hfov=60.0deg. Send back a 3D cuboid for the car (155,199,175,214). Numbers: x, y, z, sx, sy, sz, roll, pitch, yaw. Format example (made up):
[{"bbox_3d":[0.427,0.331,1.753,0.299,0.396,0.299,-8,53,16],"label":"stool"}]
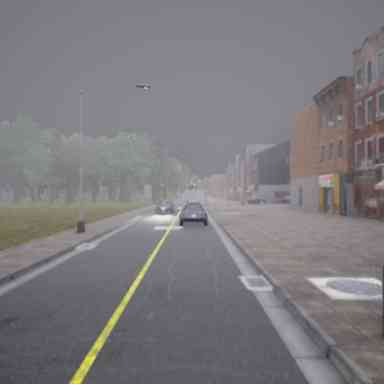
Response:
[{"bbox_3d":[-2.807,1.513,35.476,2.128,1.511,4.902,0,0,0],"label":"car"}]

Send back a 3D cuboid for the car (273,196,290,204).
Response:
[{"bbox_3d":[15.976,1.338,56.716,4.206,1.307,1.802,-1,1,0],"label":"car"}]

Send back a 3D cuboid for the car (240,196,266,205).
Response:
[{"bbox_3d":[10.444,1.426,56.720,4.403,1.369,2.008,-1,1,0],"label":"car"}]

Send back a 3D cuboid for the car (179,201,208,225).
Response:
[{"bbox_3d":[0.106,1.571,24.359,1.994,1.385,4.181,0,0,0],"label":"car"}]

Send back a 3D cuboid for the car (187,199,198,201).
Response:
[{"bbox_3d":[0.108,1.573,42.194,1.812,1.442,4.674,0,0,0],"label":"car"}]
